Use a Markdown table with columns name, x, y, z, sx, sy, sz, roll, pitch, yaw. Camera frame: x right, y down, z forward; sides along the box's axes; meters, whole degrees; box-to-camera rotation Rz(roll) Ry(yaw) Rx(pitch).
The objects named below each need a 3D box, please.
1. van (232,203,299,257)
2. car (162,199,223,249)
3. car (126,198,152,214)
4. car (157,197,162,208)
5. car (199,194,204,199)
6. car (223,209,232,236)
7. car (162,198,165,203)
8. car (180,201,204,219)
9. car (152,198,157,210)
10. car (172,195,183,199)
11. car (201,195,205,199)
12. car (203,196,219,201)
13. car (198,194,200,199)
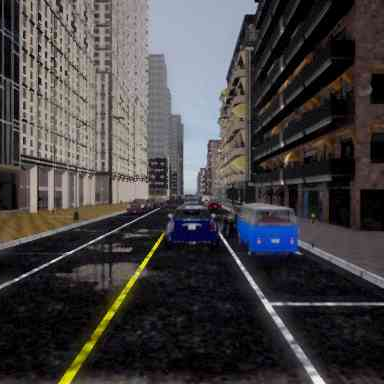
| name | x | y | z | sx | sy | sz | roll | pitch | yaw |
| --- | --- | --- | --- | --- | --- | --- | --- | --- | --- |
| van | 2.690 | 1.342 | 12.563 | 1.690 | 1.788 | 3.998 | 0 | 0 | 0 |
| car | 0.000 | 1.368 | 14.620 | 2.097 | 1.767 | 4.553 | 0 | 0 | 0 |
| car | -5.690 | 1.444 | 35.158 | 1.967 | 1.590 | 4.097 | 0 | 0 | 0 |
| car | -5.691 | 1.572 | 46.455 | 1.947 | 1.339 | 4.313 | 0 | 0 | 0 |
| car | 3.000 | 1.547 | 70.614 | 1.812 | 1.442 | 4.674 | 0 | 0 | 0 |
| car | 2.690 | 1.567 | 18.212 | 1.947 | 1.339 | 4.313 | 0 | 0 | 0 |
| car | -5.690 | 1.593 | 57.752 | 1.802 | 1.307 | 4.206 | 0 | 0 | 0 |
| car | 0.000 | 1.577 | 29.650 | 1.994 | 1.385 | 4.181 | 0 | 0 | 0 |
| car | -5.690 | 1.587 | 40.806 | 1.802 | 1.307 | 4.206 | 0 | 0 | 0 |
| car | -3.001 | 1.469 | 76.711 | 1.837 | 1.490 | 4.892 | 0 | 0 | 0 |
| car | 2.690 | 1.534 | 52.273 | 1.752 | 1.417 | 4.829 | 0 | 0 | 0 |
| car | 2.690 | 1.550 | 40.806 | 1.887 | 1.381 | 4.507 | 0 | 0 | 0 |
| car | 2.690 | 1.622 | 91.643 | 1.802 | 1.307 | 4.206 | 0 | 0 | 0 |
